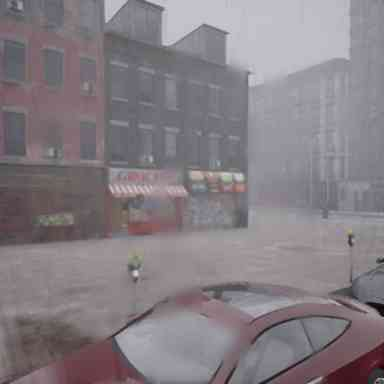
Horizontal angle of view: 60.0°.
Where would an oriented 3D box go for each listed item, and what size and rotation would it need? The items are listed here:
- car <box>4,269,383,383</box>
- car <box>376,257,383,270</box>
[{"bbox_3d":[0.277,1.590,3.010,4.206,1.307,1.802,0,0,-36],"label":"car"},{"bbox_3d":[4.714,1.599,6.178,4.313,1.339,1.947,0,0,-36],"label":"car"}]
